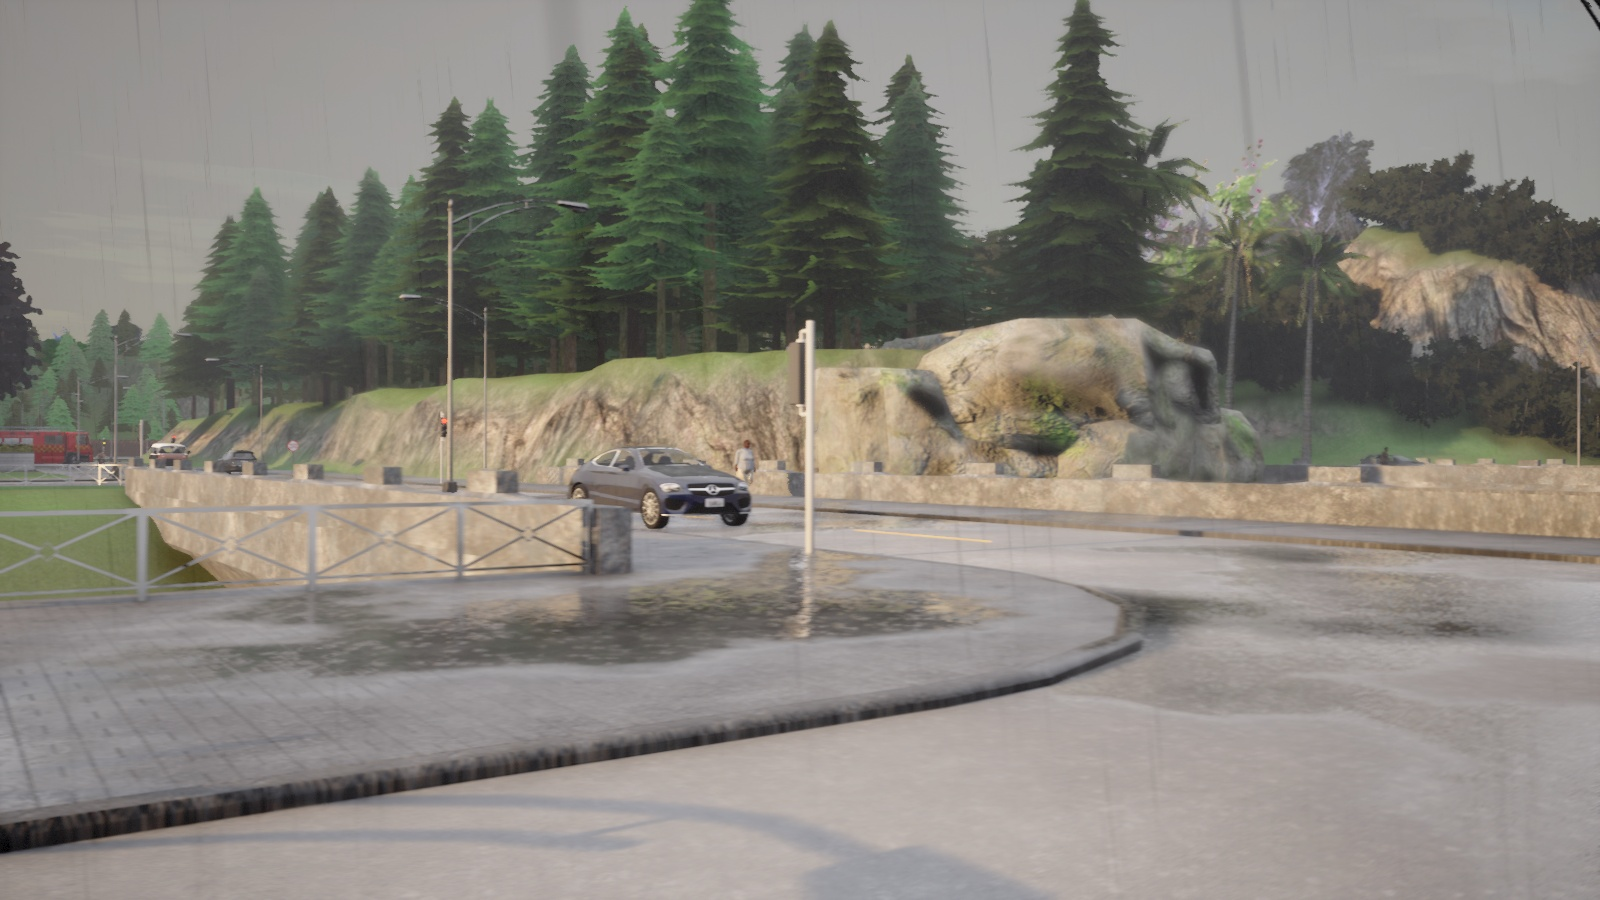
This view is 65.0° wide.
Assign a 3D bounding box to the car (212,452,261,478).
[{"bbox_3d":[-36.761,0.953,81.876,2.033,1.649,4.856,0,0,-35],"label":"car"}]

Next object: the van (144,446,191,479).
[{"bbox_3d":[-40.315,0.750,79.976,2.069,2.038,4.480,0,0,-35],"label":"van"}]

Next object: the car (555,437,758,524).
[{"bbox_3d":[-3.154,0.595,26.545,2.152,1.651,5.027,0,0,-35],"label":"car"}]

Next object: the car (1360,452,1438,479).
[{"bbox_3d":[34.708,0.864,72.808,1.845,1.501,3.633,0,0,-35],"label":"car"}]

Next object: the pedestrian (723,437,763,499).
[{"bbox_3d":[-1.734,0.552,38.121,0.874,1.855,0.900,0,0,-34],"label":"pedestrian"}]
